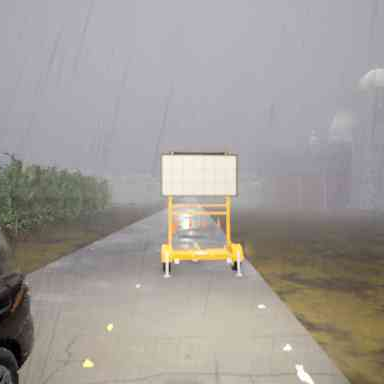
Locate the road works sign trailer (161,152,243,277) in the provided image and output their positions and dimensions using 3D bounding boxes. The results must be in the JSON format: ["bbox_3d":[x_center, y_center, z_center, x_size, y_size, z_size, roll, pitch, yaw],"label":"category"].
[{"bbox_3d":[0.216,0.544,10.538,2.380,3.560,2.880,0,0,-4],"label":"road works sign trailer"}]

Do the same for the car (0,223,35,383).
[{"bbox_3d":[-2.745,1.230,1.284,2.150,2.045,5.566,0,0,0],"label":"car"}]

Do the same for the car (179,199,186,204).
[{"bbox_3d":[-2.521,2.668,90.553,2.033,1.411,5.357,0,-1,0],"label":"car"}]
